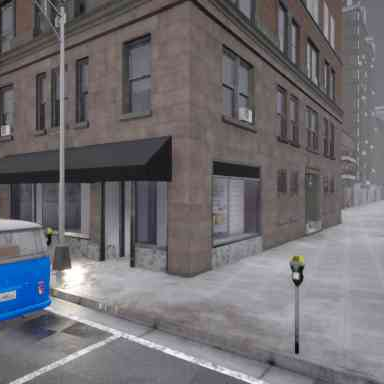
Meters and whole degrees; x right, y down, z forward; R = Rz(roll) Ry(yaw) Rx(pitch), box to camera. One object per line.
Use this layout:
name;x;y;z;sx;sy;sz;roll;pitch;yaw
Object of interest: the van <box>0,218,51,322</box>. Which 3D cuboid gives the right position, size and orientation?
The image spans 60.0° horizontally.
van;-4.308;1.340;6.092;3.998;1.788;1.690;0;0;35
